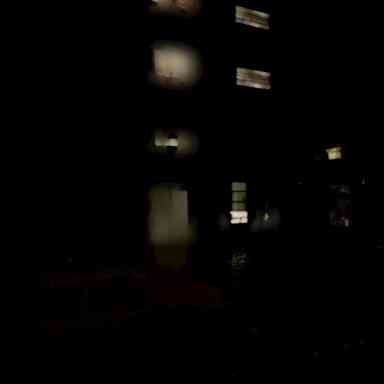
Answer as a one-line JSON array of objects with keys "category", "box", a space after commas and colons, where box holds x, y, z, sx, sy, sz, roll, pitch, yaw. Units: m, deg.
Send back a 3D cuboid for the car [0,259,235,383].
[{"category": "car", "box": [-1.762, 1.687, 4.657, 4.829, 1.417, 1.752, 0, -2, -24]}]
